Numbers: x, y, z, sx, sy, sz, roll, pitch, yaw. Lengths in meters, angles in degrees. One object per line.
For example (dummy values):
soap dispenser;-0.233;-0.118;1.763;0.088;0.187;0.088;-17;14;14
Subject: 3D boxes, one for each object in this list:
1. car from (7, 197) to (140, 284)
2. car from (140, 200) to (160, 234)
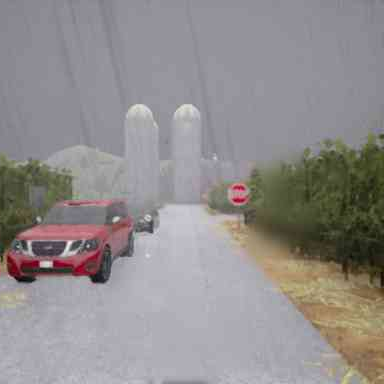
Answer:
car;-3.184;1.243;10.060;2.150;2.045;5.566;0;0;0
car;-3.116;1.387;19.499;2.097;1.767;4.553;0;0;0
